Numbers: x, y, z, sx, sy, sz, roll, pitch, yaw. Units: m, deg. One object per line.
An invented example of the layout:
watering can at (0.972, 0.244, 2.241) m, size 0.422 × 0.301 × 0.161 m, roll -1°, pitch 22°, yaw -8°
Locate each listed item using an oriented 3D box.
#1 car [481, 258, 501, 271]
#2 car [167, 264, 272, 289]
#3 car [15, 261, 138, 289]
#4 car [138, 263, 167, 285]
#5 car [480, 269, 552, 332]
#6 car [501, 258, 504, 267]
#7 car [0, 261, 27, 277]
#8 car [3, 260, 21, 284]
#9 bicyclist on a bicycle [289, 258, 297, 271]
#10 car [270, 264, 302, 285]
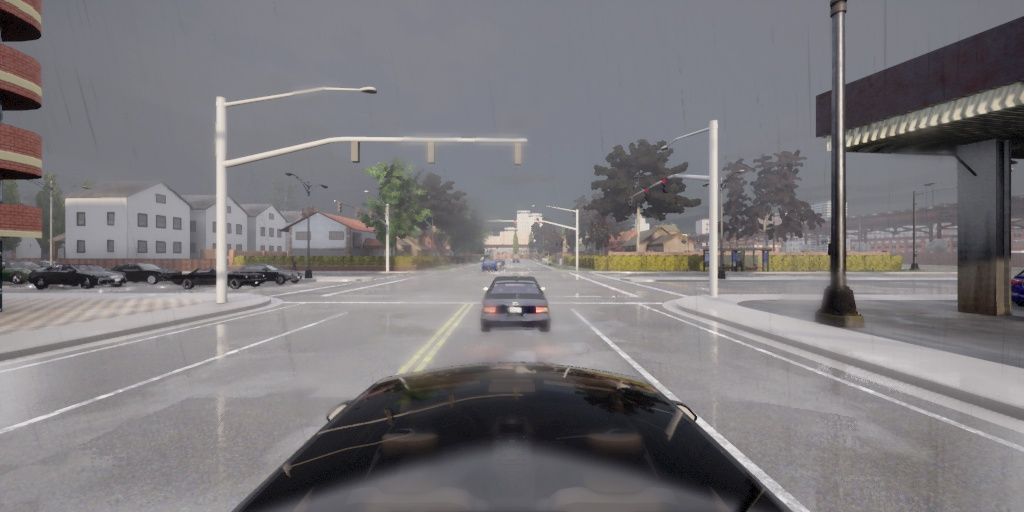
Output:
car at (-2.879, 1.227, 46.662) m, size 1.882 × 1.535 × 5.008 m, roll 0°, pitch 0°, yaw 1°
car at (-18.092, 1.351, 22.331) m, size 4.718 × 1.301 × 1.895 m, roll 0°, pitch 0°, yaw 1°
car at (-27.124, 1.241, 22.489) m, size 4.902 × 1.511 × 2.128 m, roll 0°, pitch 0°, yaw 1°
car at (-26.769, 1.228, 25.982) m, size 5.008 × 1.535 × 1.882 m, roll 0°, pitch 0°, yaw 1°
car at (0.087, 1.297, 10.812) m, size 2.033 × 1.411 × 5.357 m, roll 0°, pitch 0°, yaw 0°
car at (-2.755, 1.351, 60.260) m, size 1.895 × 1.301 × 4.718 m, roll 0°, pitch 0°, yaw 1°
car at (-50.280, 1.255, 34.493) m, size 4.892 × 1.490 × 1.837 m, roll 0°, pitch 0°, yaw 2°
car at (-36.054, 1.102, 26.133) m, size 4.553 × 1.767 × 2.097 m, roll 0°, pitch 0°, yaw 1°
bicyclist on a bicycle at (-26.522, 1.050, 43.463) m, size 0.582 × 1.620 × 1.656 m, roll 0°, pitch 0°, yaw 1°
car at (-17.707, 1.276, 25.858) m, size 4.674 × 1.442 × 1.812 m, roll 0°, pitch 0°, yaw 1°
